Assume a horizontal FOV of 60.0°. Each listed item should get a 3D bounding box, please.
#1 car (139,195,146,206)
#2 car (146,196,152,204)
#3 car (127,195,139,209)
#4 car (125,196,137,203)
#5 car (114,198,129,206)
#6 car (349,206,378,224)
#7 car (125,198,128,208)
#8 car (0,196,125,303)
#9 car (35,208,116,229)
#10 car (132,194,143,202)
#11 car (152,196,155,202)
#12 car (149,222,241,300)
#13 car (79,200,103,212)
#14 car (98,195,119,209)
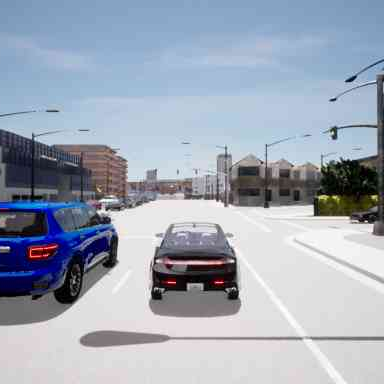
[{"bbox_3d":[-10.595,1.901,63.624,1.837,1.490,4.892,0,1,1],"label":"car"},{"bbox_3d":[-10.556,1.761,73.796,1.837,1.490,4.892,0,1,0],"label":"car"},{"bbox_3d":[-10.625,1.787,54.716,2.097,1.767,4.553,0,0,0],"label":"car"},{"bbox_3d":[-14.058,1.728,76.460,1.837,1.490,4.892,0,1,0],"label":"car"},{"bbox_3d":[-14.063,1.967,66.365,1.895,1.301,4.718,0,1,0],"label":"car"},{"bbox_3d":[15.081,1.686,25.544,5.357,1.411,2.033,0,-1,0],"label":"car"},{"bbox_3d":[-10.631,1.939,46.126,1.994,1.385,4.181,0,0,0],"label":"car"},{"bbox_3d":[-3.439,1.240,8.379,2.150,2.045,5.566,0,0,0],"label":"car"},{"bbox_3d":[-7.605,1.719,21.995,4.718,1.301,1.895,0,-1,0],"label":"car"},{"bbox_3d":[-14.066,1.540,86.664,2.097,1.767,4.553,0,0,0],"label":"car"},{"bbox_3d":[-10.565,1.721,85.353,2.033,1.411,5.357,0,0,0],"label":"car"},{"bbox_3d":[0.062,1.507,8.422,2.128,1.511,4.902,0,0,0],"label":"car"},{"bbox_3d":[-14.136,1.862,46.910,1.882,1.535,5.008,0,-1,0],"label":"car"},{"bbox_3d":[-14.125,1.652,56.615,2.150,2.045,5.566,0,0,0],"label":"car"}]
